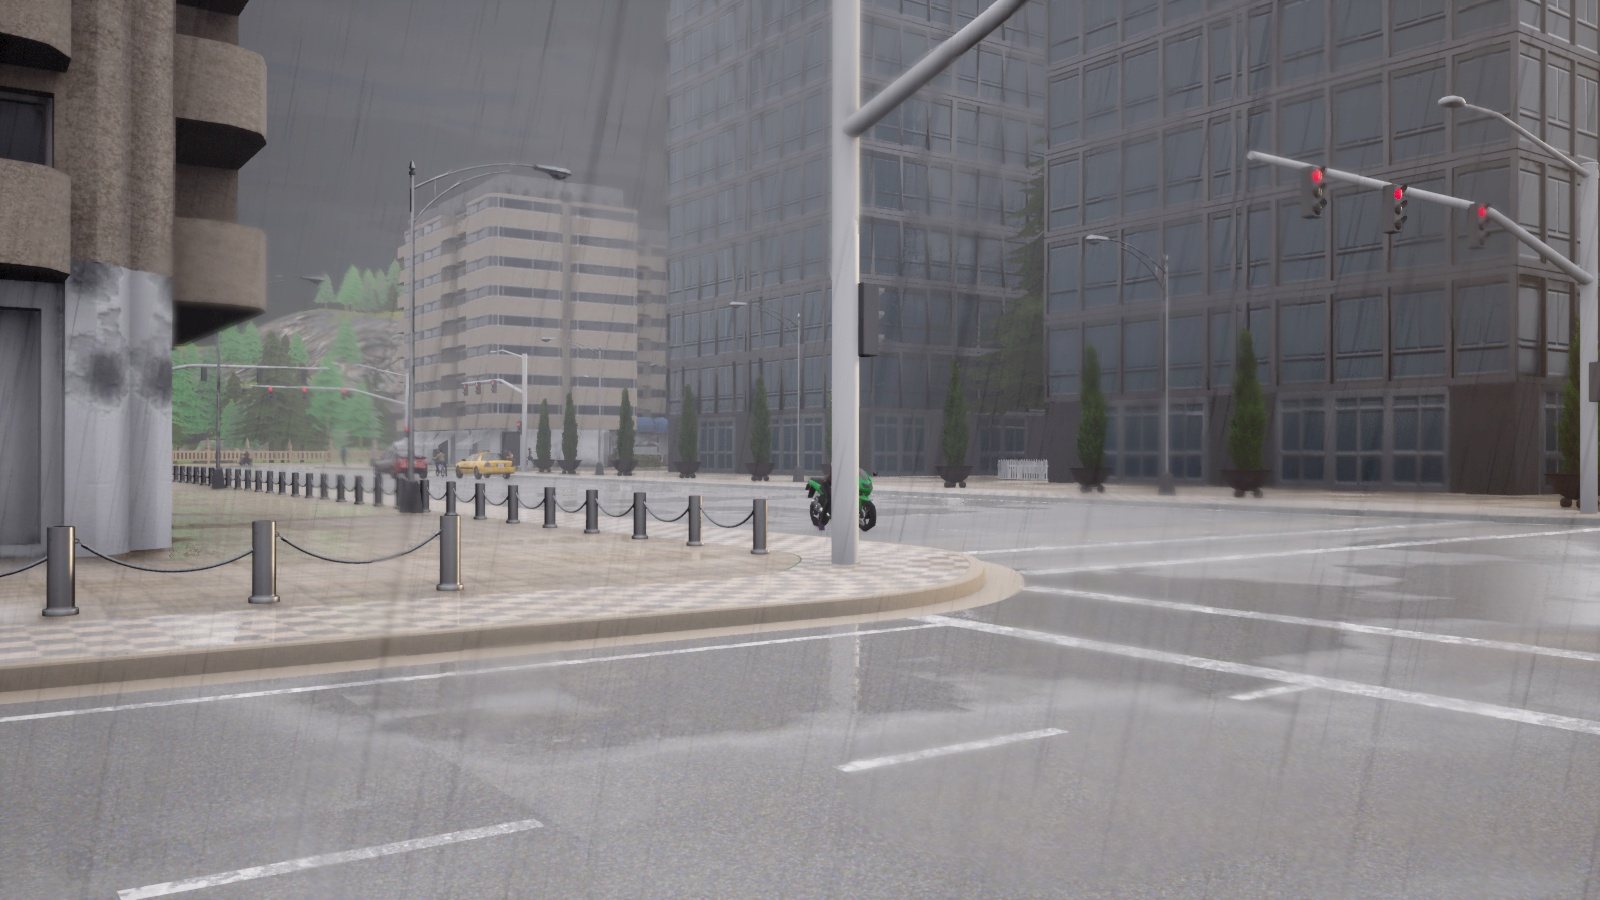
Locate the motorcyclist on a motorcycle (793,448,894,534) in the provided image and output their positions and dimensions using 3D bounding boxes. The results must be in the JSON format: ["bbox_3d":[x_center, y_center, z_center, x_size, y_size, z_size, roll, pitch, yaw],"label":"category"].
[{"bbox_3d":[0.787,0.727,23.342,0.797,1.523,2.044,0,0,-35],"label":"motorcyclist on a motorcycle"}]

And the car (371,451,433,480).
[{"bbox_3d":[-21.780,0.850,68.660,2.007,1.525,4.514,0,0,-34],"label":"car"}]

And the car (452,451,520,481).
[{"bbox_3d":[-17.047,0.831,67.935,1.801,1.575,5.366,0,0,-34],"label":"car"}]
